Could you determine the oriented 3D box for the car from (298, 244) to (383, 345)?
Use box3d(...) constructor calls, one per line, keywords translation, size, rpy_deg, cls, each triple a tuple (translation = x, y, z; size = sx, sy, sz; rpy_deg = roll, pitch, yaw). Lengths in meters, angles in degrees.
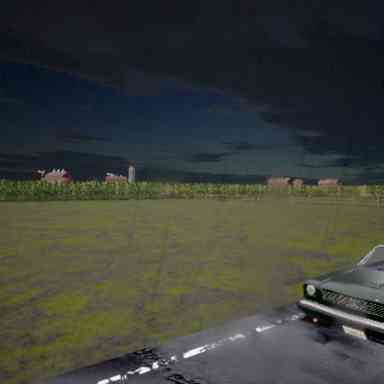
box3d(translation=(4.001, 1.601, 5.821), size=(4.718, 1.301, 1.895), rpy_deg=(0, 0, -36), cls="car")
